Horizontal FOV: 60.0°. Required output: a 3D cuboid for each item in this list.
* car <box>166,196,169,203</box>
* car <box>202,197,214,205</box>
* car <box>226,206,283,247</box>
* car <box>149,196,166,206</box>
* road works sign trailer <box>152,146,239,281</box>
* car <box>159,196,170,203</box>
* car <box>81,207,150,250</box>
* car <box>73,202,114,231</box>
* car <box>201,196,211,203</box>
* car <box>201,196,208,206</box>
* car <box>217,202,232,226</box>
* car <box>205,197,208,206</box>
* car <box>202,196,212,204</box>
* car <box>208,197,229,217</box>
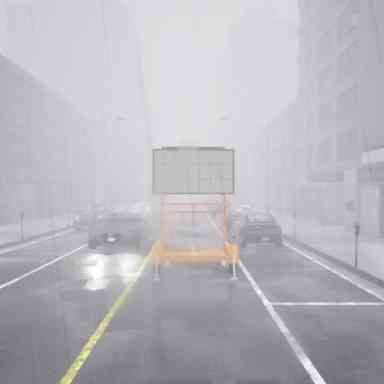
[{"bbox_3d":[-5.681,1.588,58.833,1.947,1.339,4.313,-1,0,0],"label":"car"},{"bbox_3d":[2.844,1.567,58.819,1.887,1.381,4.507,-1,0,0],"label":"car"},{"bbox_3d":[2.775,1.550,14.778,2.008,1.369,4.403,-1,0,0],"label":"car"},{"bbox_3d":[-5.691,1.458,53.327,1.967,1.590,4.097,-1,0,0],"label":"car"},{"bbox_3d":[0.039,0.463,9.885,2.380,3.560,2.880,0,0,-2],"label":"road works sign trailer"},{"bbox_3d":[-5.663,1.577,69.844,1.887,1.381,4.507,-1,0,0],"label":"car"},{"bbox_3d":[-2.978,1.563,14.260,1.994,1.385,4.181,0,0,0],"label":"car"},{"bbox_3d":[-5.743,1.440,20.297,1.967,1.590,4.097,-1,0,0],"label":"car"},{"bbox_3d":[2.861,1.577,69.830,1.887,1.381,4.507,-1,0,0],"label":"car"},{"bbox_3d":[2.836,1.584,53.314,1.947,1.339,4.313,-1,0,0],"label":"car"},{"bbox_3d":[2.783,1.545,20.283,1.887,1.381,4.507,-1,0,0],"label":"car"},{"bbox_3d":[2.809,1.552,36.799,1.887,1.381,4.507,-1,0,0],"label":"car"},{"bbox_3d":[2.853,1.572,64.324,1.887,1.381,4.507,-1,0,0],"label":"car"},{"bbox_3d":[2.799,1.445,31.294,1.967,1.590,4.097,-1,0,0],"label":"car"}]
